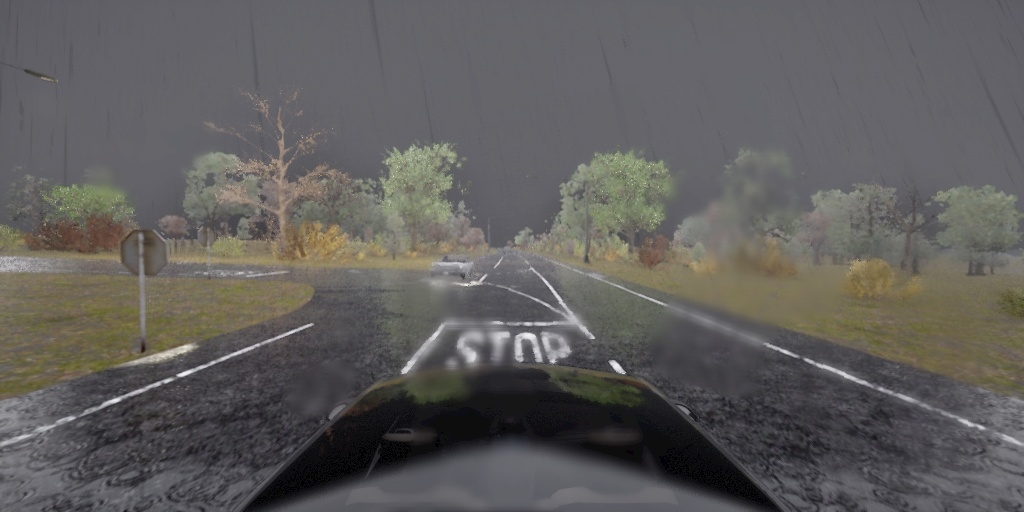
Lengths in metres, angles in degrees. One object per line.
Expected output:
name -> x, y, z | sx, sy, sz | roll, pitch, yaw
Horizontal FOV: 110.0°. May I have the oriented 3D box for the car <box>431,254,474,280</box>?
car -> -3.403, 0.584, 21.089 | 1.895, 1.301, 4.718 | 1, 2, 0
